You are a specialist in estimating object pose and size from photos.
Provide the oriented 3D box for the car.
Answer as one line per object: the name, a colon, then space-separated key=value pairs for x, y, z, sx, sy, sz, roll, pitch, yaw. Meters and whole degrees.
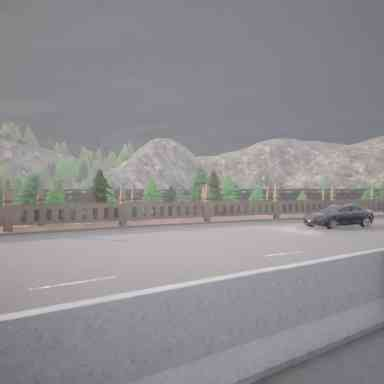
car: x=9.230 y=1.504 z=20.945 sx=4.892 sy=1.490 sz=1.837 roll=0 pitch=0 yaw=-25
